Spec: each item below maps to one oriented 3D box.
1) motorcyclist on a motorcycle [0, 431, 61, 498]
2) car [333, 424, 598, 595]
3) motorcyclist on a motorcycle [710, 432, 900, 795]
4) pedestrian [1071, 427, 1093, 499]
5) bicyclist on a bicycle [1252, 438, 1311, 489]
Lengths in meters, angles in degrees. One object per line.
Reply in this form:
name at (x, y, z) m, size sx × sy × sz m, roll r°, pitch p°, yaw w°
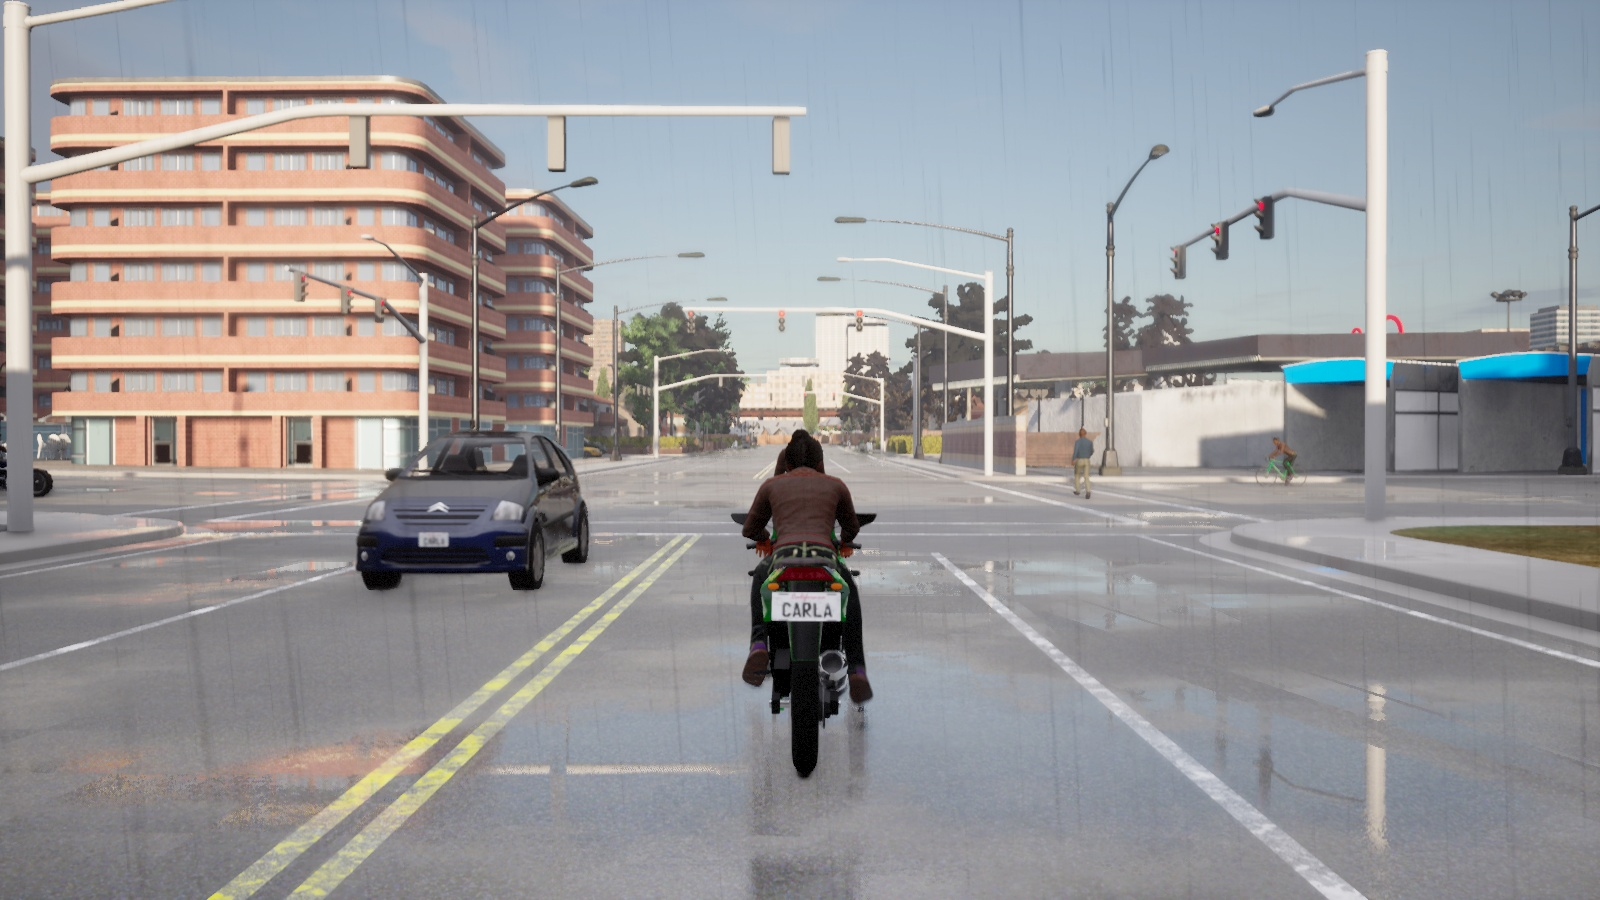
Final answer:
motorcyclist on a motorcycle at (-19.896, 0.342, 31.413) m, size 2.350 × 1.649 × 0.766 m, roll 1°, pitch 0°, yaw 0°
car at (-3.478, 0.546, 13.847) m, size 1.851 × 1.617 × 3.988 m, roll 0°, pitch 0°, yaw 0°
motorcyclist on a motorcycle at (0.020, 0.685, 6.300) m, size 0.797 × 1.523 × 2.044 m, roll 0°, pitch 0°, yaw 0°
pedestrian at (7.228, 0.321, 32.216) m, size 0.370 × 1.835 × 0.726 m, roll 0°, pitch 0°, yaw -2°
bicyclist on a bicycle at (15.563, 0.432, 40.607) m, size 1.656 × 1.620 × 0.582 m, roll 0°, pitch 0°, yaw 1°
